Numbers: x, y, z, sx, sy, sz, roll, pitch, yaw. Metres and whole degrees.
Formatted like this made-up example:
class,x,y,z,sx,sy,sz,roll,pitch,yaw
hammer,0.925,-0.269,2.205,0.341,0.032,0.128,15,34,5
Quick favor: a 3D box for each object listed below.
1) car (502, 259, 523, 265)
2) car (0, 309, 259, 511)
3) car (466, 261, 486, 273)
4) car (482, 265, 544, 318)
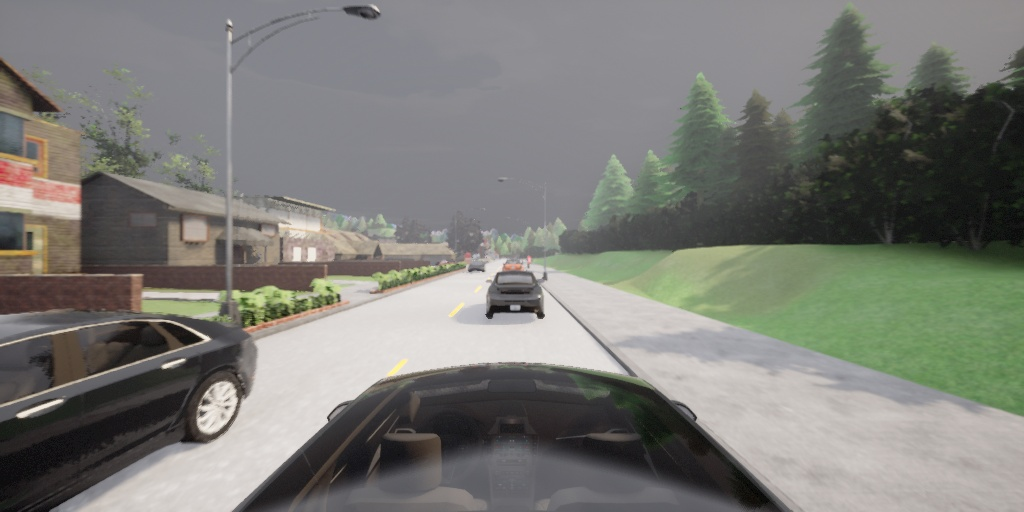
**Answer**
class,x,y,z,sx,sy,sz,roll,pitch,yaw
car,0.093,1.103,36.483,2.097,1.767,4.553,0,0,0
car,-4.101,1.255,2.511,1.837,1.490,4.892,0,0,0
car,-4.099,1.298,42.865,2.033,1.411,5.357,0,0,0
car,0.098,1.257,12.991,1.837,1.490,4.892,0,0,0
